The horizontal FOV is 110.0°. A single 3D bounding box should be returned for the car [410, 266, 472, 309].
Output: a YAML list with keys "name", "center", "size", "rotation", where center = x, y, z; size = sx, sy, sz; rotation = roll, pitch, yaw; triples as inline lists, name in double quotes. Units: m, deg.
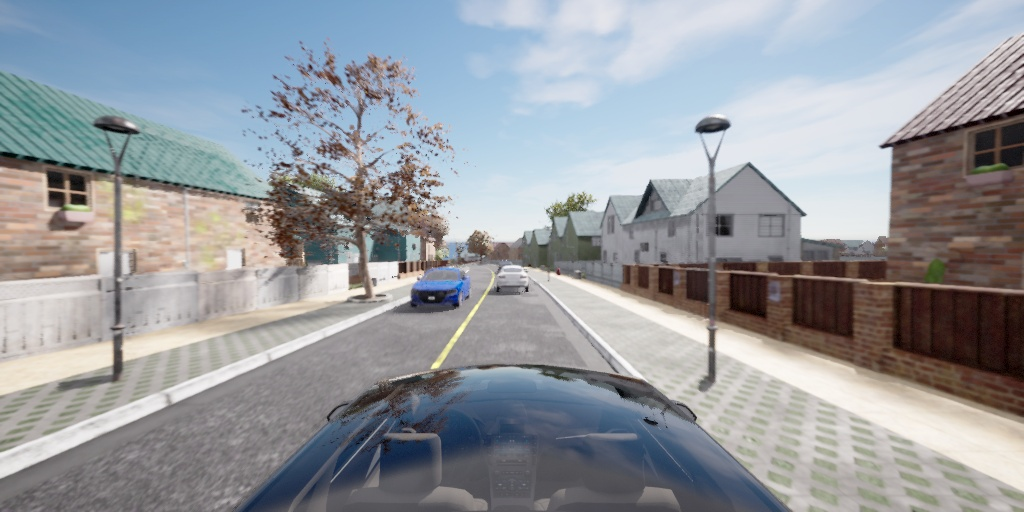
- name: "car"
  center: [-2.859, 1.232, 15.244]
  size: [1.882, 1.535, 5.008]
  rotation: [0, 0, 0]

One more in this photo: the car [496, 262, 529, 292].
- name: "car"
  center: [0.010, 1.290, 21.537]
  size: [1.812, 1.442, 4.674]
  rotation: [0, 0, -1]
